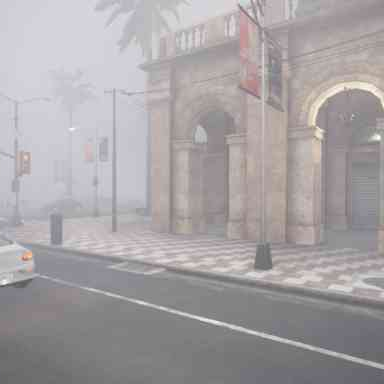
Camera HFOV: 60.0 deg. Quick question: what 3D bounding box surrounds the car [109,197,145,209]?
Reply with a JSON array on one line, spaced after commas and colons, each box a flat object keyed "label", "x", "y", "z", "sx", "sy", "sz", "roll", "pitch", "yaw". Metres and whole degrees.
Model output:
[{"label": "car", "x": -8.868, "y": 1.599, "z": 46.685, "sx": 1.895, "sy": 1.301, "sz": 4.718, "roll": 0, "pitch": 0, "yaw": 36}]

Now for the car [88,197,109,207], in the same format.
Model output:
[{"label": "car", "x": -13.852, "y": 1.511, "z": 51.049, "sx": 2.161, "sy": 1.482, "sz": 4.786, "roll": 0, "pitch": 0, "yaw": 35}]

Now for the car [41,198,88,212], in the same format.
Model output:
[{"label": "car", "x": -14.866, "y": 1.503, "z": 38.300, "sx": 1.837, "sy": 1.490, "sz": 4.892, "roll": 0, "pitch": 0, "yaw": 36}]

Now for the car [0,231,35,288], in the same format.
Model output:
[{"label": "car", "x": -5.564, "y": 1.525, "z": 7.919, "sx": 4.674, "sy": 1.442, "sz": 1.812, "roll": 0, "pitch": 0, "yaw": 36}]
